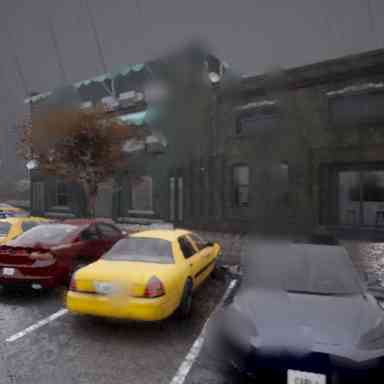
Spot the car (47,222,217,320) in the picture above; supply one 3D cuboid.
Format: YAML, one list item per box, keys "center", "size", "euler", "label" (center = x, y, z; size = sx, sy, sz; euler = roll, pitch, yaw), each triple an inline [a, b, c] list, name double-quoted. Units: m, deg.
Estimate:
- center: [-0.581, 1.484, 7.561]
  size: [1.946, 1.575, 5.366]
  euler: [0, -1, 16]
  label: "car"

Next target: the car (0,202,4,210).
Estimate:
- center: [-37.237, 2.486, 60.619]
  size: [4.892, 1.521, 2.231]
  euler: [0, -2, 15]
  label: "car"

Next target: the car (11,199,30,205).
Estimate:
- center: [-23.961, 2.129, 47.901]
  size: [5.566, 2.045, 2.435]
  euler: [1, -1, 15]
  label: "car"

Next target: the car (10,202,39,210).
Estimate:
- center: [-33.349, 2.721, 66.192]
  size: [4.792, 1.488, 2.163]
  euler: [0, -2, 15]
  label: "car"

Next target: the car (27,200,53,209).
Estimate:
- center: [-31.473, 2.668, 68.996]
  size: [4.553, 1.767, 2.185]
  euler: [0, -2, 15]
  label: "car"

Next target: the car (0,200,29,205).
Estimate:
- center: [-25.547, 2.275, 45.373]
  size: [5.366, 1.575, 1.946]
  euler: [2, -2, 15]
  label: "car"

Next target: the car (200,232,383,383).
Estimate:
- center: [1.787, 1.515, 5.635]
  size: [2.163, 1.488, 4.792]
  euler: [1, -1, 15]
  label: "car"

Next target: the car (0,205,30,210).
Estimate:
- center: [-7.857, 1.481, 12.537]
  size: [2.097, 1.535, 5.008]
  euler: [1, -1, 16]
  label: "car"

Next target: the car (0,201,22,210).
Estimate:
- center: [-35.490, 2.585, 63.451]
  size: [5.366, 1.575, 1.946]
  euler: [0, -2, 15]
  label: "car"

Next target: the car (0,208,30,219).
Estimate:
- center: [-5.399, 1.482, 10.997]
  size: [1.946, 1.575, 5.366]
  euler: [0, -1, 16]
  label: "car"

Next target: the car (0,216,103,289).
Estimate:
- center: [-3.028, 1.483, 9.097]
  size: [2.097, 1.535, 5.008]
  euler: [0, -1, 15]
  label: "car"
